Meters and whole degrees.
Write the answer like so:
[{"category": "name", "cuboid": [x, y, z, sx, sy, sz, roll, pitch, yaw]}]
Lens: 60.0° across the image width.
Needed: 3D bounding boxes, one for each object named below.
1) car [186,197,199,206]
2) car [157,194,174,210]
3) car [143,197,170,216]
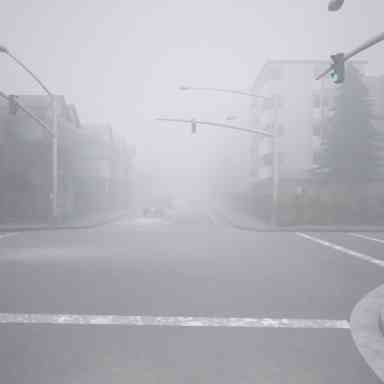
[{"category": "car", "cuboid": [-0.001, 1.526, 55.234, 1.812, 1.442, 4.674, 0, 0, -3]}, {"category": "car", "cuboid": [-3.560, 1.221, 42.919, 2.150, 2.045, 5.566, 0, 0, 0]}, {"category": "car", "cuboid": [-3.584, 1.491, 32.343, 2.128, 1.511, 4.902, 0, 0, 0]}]
